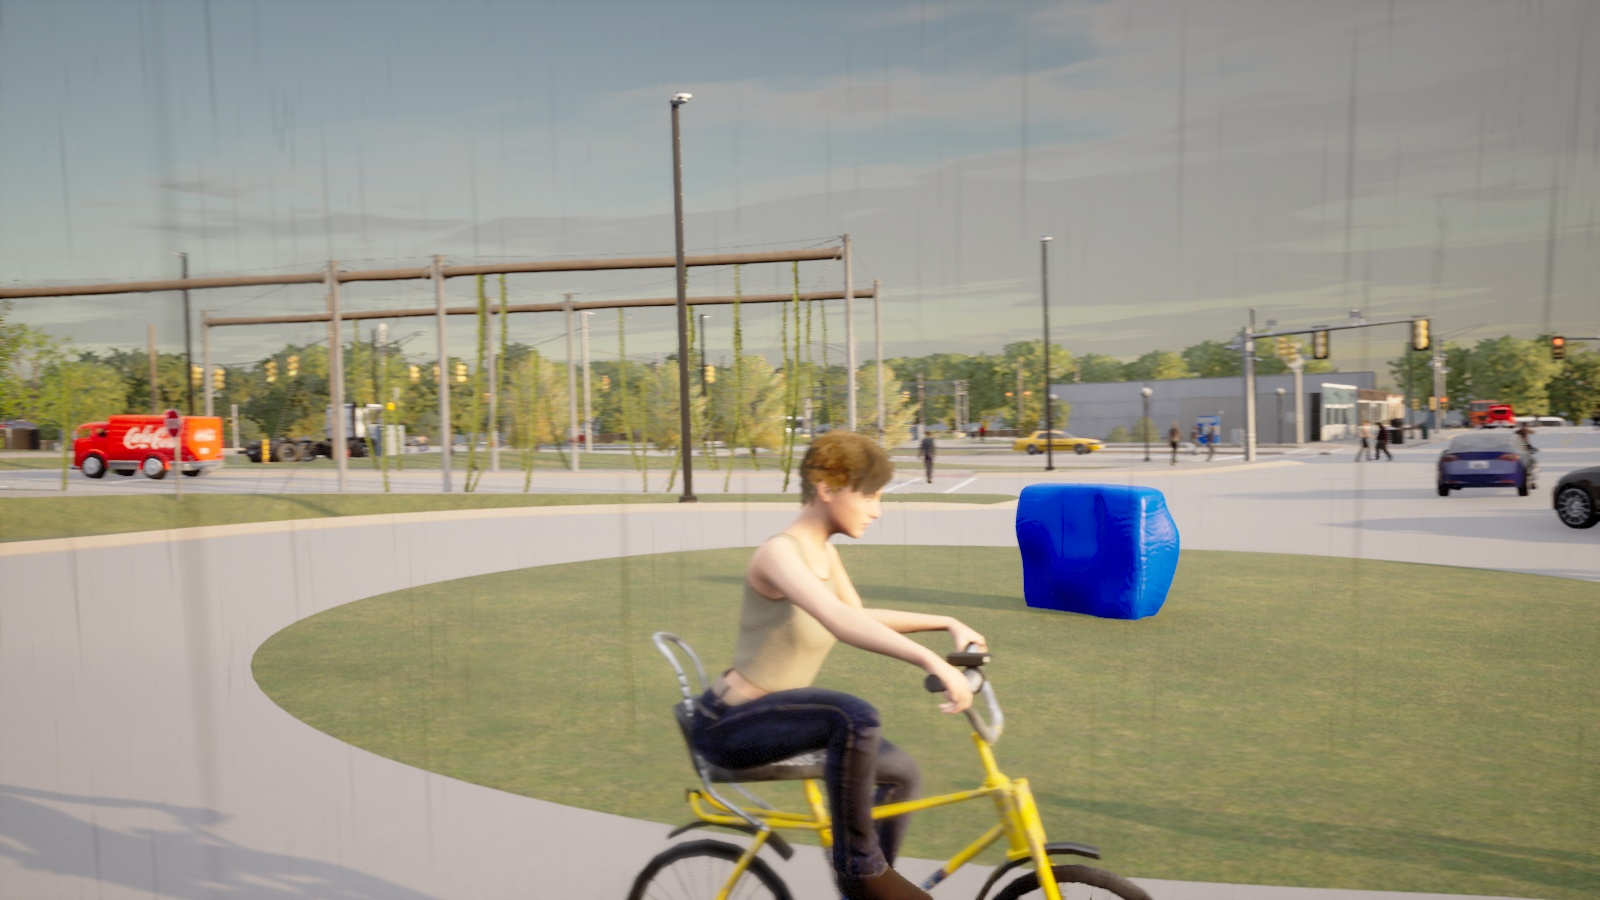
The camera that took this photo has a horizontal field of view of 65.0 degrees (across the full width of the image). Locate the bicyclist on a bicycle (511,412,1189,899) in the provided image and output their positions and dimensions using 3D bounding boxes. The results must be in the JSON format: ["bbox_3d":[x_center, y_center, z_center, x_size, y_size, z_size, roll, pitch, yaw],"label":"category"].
[{"bbox_3d":[0.173,0.752,3.179,1.509,1.612,0.866,-1,-1,18],"label":"bicyclist on a bicycle"}]

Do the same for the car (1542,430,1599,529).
[{"bbox_3d":[15.070,0.537,20.573,2.152,1.651,5.027,-2,2,-13],"label":"car"}]

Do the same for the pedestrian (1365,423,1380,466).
[{"bbox_3d":[24.558,-0.224,53.863,0.594,1.836,0.345,-1,2,24],"label":"pedestrian"}]

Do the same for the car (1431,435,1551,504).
[{"bbox_3d":[17.020,0.442,30.807,2.163,1.488,4.792,-1,1,34],"label":"car"}]

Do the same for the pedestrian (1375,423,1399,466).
[{"bbox_3d":[25.841,-0.239,55.303,0.899,1.844,0.634,-1,2,30],"label":"pedestrian"}]

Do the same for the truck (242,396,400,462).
[{"bbox_3d":[-26.248,-1.118,69.194,2.891,3.462,7.936,0,0,32],"label":"truck"}]

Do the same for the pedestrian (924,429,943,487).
[{"bbox_3d":[4.563,0.256,42.861,0.423,1.949,0.788,-1,2,19],"label":"pedestrian"}]

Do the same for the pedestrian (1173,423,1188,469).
[{"bbox_3d":[15.457,-0.169,50.991,0.331,1.846,0.634,0,2,42],"label":"pedestrian"}]

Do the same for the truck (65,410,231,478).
[{"bbox_3d":[-25.487,-0.289,49.203,5.204,2.467,2.627,1,2,8],"label":"truck"}]

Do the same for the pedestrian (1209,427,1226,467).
[{"bbox_3d":[19.955,-0.148,60.022,0.720,1.854,0.376,-1,2,8],"label":"pedestrian"}]

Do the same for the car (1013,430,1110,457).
[{"bbox_3d":[15.605,-0.388,75.133,5.366,1.575,1.801,0,1,29],"label":"car"}]
